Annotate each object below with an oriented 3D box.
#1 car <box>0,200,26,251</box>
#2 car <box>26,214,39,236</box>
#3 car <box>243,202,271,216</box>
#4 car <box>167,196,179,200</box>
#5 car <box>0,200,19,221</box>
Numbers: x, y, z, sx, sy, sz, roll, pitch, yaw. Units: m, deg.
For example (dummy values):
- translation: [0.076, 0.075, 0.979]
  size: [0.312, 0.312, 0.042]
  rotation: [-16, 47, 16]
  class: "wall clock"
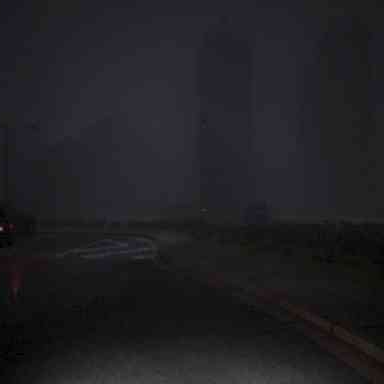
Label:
- translation: [-9.288, 1.395, 11.863]
  size: [5.566, 2.045, 2.150]
  rotation: [0, 0, 7]
  class: "car"
- translation: [-9.960, 1.540, 17.098]
  size: [1.932, 1.855, 4.605]
  rotation: [0, -1, 7]
  class: "car"
- translation: [5.536, 1.695, 28.588]
  size: [2.242, 1.667, 4.611]
  rotation: [0, -1, 7]
  class: "car"
- translation: [-5.151, 1.993, 93.180]
  size: [3.866, 1.878, 1.905]
  rotation: [2, -8, -36]
  class: "car"
- translation: [-18.499, 1.737, 31.470]
  size: [1.905, 1.878, 3.866]
  rotation: [0, -1, 7]
  class: "car"
